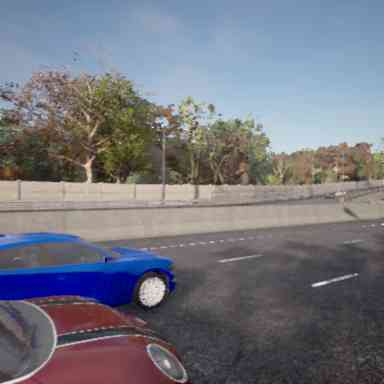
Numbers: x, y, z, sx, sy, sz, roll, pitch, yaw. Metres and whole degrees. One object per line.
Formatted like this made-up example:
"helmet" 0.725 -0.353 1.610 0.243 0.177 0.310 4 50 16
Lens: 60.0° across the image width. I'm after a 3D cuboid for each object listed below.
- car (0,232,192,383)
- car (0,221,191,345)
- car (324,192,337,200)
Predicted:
"car" -2.174 1.348 2.196 4.553 1.767 2.097 0 0 -36
"car" -2.605 1.486 6.184 5.008 1.535 1.882 0 0 -36
"car" 34.000 1.206 82.394 1.895 1.301 4.718 0 1 32
